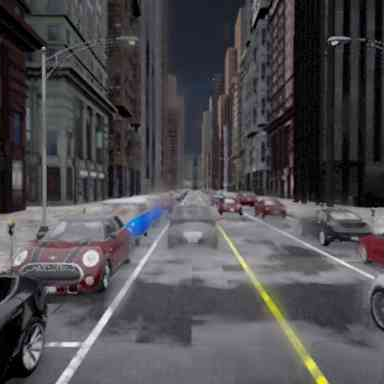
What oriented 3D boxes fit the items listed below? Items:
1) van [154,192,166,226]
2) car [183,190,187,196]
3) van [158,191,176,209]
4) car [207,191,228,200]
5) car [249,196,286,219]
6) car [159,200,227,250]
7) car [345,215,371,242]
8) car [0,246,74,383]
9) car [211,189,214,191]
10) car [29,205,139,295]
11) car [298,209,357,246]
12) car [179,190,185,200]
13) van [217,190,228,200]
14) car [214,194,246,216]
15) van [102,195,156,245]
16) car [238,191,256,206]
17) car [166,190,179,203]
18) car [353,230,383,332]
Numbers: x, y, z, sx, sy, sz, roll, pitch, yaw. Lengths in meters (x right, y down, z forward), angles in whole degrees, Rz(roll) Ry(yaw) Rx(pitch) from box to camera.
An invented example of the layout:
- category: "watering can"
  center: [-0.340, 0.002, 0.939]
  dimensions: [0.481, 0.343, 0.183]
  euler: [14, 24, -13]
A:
- category: "van"
  center: [-2.709, 1.076, 19.649]
  dimensions: [1.690, 1.788, 3.998]
  euler: [0, 1, 0]
- category: "car"
  center: [-2.574, 0.736, 64.740]
  dimensions: [1.947, 1.339, 4.313]
  euler: [0, 1, 0]
- category: "van"
  center: [-2.659, 0.859, 36.556]
  dimensions: [1.690, 1.788, 3.998]
  euler: [0, 1, 0]
- category: "car"
  center: [3.149, 0.977, 41.111]
  dimensions: [1.837, 1.490, 4.892]
  euler: [0, 1, 1]
- category: "car"
  center: [5.833, 1.221, 25.277]
  dimensions: [1.887, 1.381, 4.507]
  euler: [0, 1, 0]
- category: "car"
  center: [0.037, 1.309, 13.548]
  dimensions: [2.128, 1.511, 4.902]
  euler: [0, 1, 0]
- category: "car"
  center: [5.782, 1.478, 8.370]
  dimensions: [1.802, 1.307, 4.206]
  euler: [0, 1, 0]
- category: "car"
  center: [-2.760, 1.523, 2.744]
  dimensions: [1.947, 1.339, 4.313]
  euler: [0, 1, 0]
- category: "car"
  center: [5.984, 0.488, 75.998]
  dimensions: [1.967, 1.590, 4.097]
  euler: [0, 1, 0]
- category: "car"
  center: [-2.743, 1.322, 8.378]
  dimensions: [1.967, 1.590, 4.097]
  euler: [0, 1, 0]
- category: "car"
  center: [5.799, 1.373, 14.006]
  dimensions: [2.008, 1.369, 4.403]
  euler: [0, 1, 0]
- category: "car"
  center: [-2.608, 0.852, 53.468]
  dimensions: [1.887, 1.381, 4.507]
  euler: [0, 1, 0]
- category: "van"
  center: [5.950, 0.525, 64.725]
  dimensions: [1.690, 1.788, 3.998]
  euler: [0, 1, 0]
- category: "car"
  center: [3.134, 1.162, 28.087]
  dimensions: [1.812, 1.442, 4.674]
  euler: [0, 1, 1]
- category: "van"
  center: [-2.726, 1.149, 14.013]
  dimensions: [1.690, 1.788, 3.998]
  euler: [0, 1, 0]
- category: "car"
  center: [5.866, 0.847, 36.545]
  dimensions: [2.192, 1.841, 5.009]
  euler: [0, 1, 0]
- category: "car"
  center: [-2.676, 0.905, 30.920]
  dimensions: [2.192, 1.841, 5.009]
  euler: [0, 1, 0]
- category: "car"
  center: [3.857, 1.482, 3.651]
  dimensions: [1.812, 1.442, 4.674]
  euler: [0, 1, 0]
